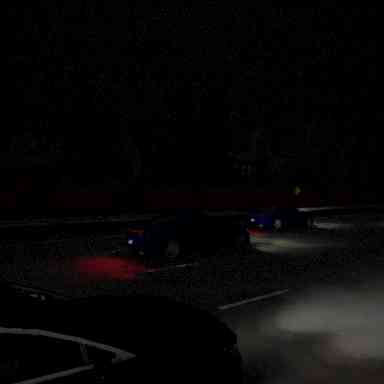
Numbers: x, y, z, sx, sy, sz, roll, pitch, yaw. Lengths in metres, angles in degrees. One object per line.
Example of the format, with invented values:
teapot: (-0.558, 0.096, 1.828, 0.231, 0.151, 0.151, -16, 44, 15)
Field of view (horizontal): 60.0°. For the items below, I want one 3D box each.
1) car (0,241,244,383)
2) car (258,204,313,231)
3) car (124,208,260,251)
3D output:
car: (-1.725, 1.490, 2.515, 4.902, 1.511, 2.128, 0, 0, -36)
car: (5.501, 1.477, 20.690, 5.008, 1.535, 1.882, 0, 0, -36)
car: (-0.023, 1.477, 12.369, 5.008, 1.535, 1.882, 0, 0, -36)
